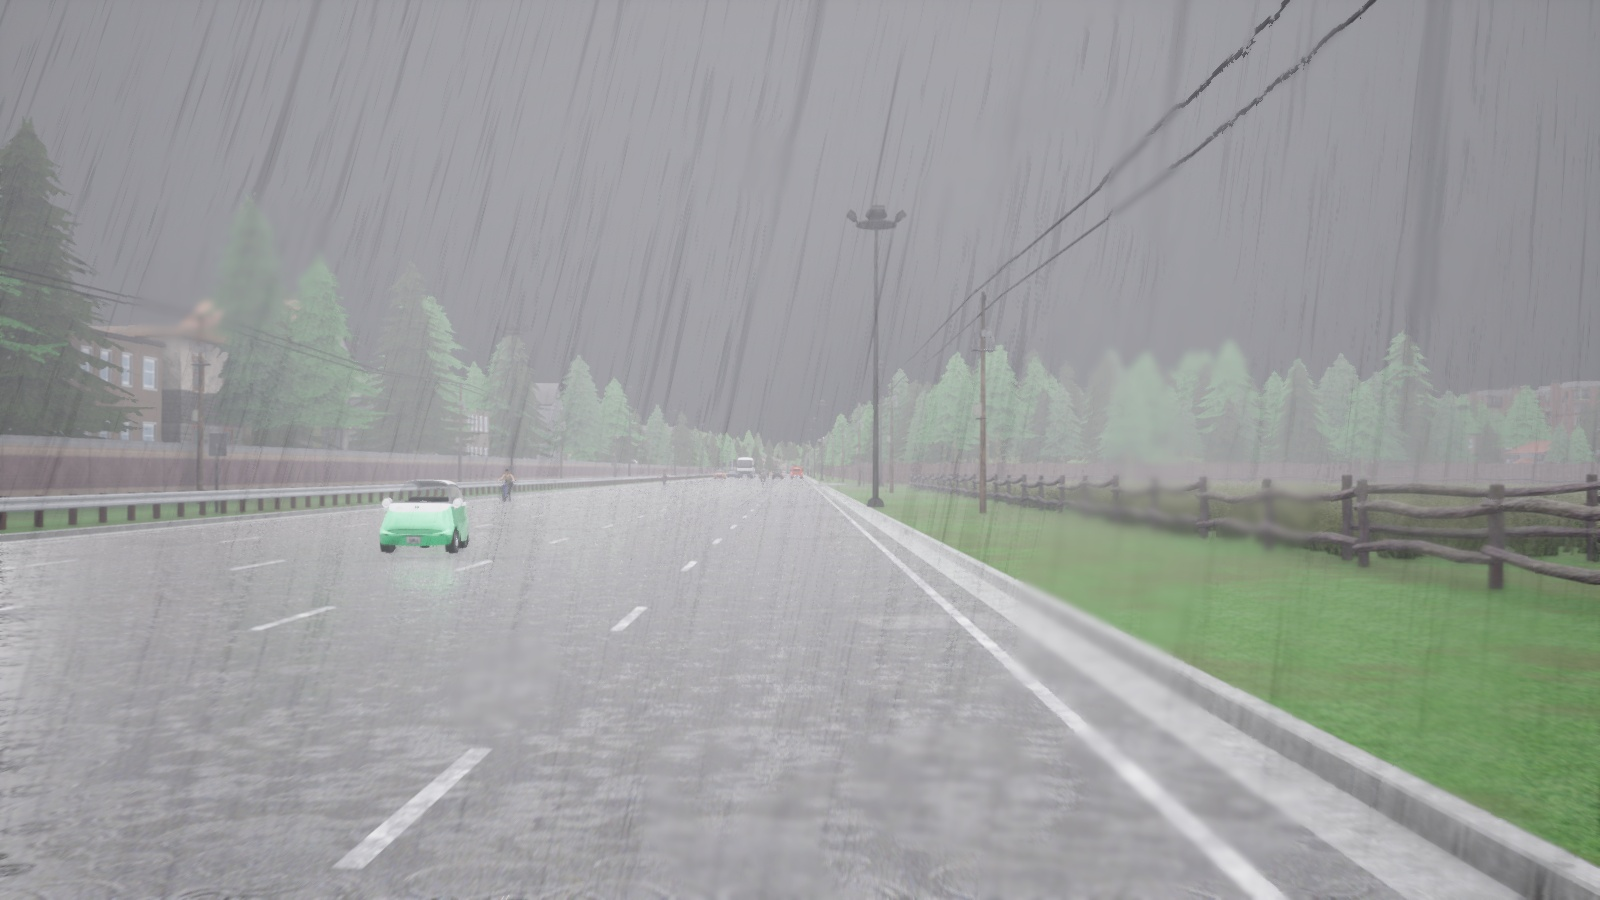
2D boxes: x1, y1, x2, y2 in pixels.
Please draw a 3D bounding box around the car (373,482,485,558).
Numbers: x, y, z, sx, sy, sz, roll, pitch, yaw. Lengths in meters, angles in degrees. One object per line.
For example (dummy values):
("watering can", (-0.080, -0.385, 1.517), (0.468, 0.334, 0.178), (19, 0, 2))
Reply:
("car", (-7.058, 1.299, 24.056), (1.481, 1.376, 2.207), (0, -1, 0))
